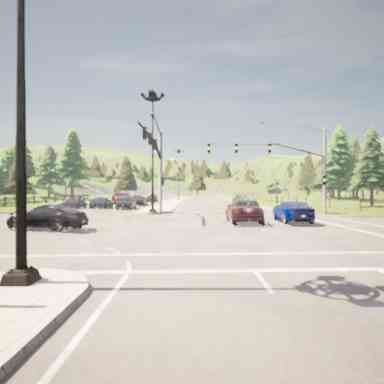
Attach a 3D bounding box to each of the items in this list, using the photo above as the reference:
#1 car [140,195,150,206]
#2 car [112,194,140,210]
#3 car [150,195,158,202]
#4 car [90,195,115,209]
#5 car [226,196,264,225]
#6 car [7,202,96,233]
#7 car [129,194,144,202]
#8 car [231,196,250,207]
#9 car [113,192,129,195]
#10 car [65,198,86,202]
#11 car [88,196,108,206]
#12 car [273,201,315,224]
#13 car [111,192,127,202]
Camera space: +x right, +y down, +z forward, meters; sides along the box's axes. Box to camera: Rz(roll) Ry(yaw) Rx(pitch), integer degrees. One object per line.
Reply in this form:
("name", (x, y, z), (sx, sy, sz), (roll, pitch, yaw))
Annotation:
("car", (-7.998, 1.313, 50.136), (1.882, 1.535, 5.008), (0, 0, 0))
("car", (-8.015, 1.370, 40.826), (1.837, 1.490, 4.892), (0, 0, 0))
("car", (-7.892, 1.284, 66.740), (1.837, 1.490, 4.892), (0, 1, 0))
("car", (-11.496, 1.425, 42.323), (1.994, 1.385, 4.181), (0, 0, 1))
("car", (3.638, 1.275, 23.391), (2.097, 1.767, 4.553), (0, 0, 0))
("car", (-8.218, 1.463, 19.004), (4.674, 1.442, 1.812), (0, 0, 16))
("car", (-11.382, 1.286, 68.594), (2.128, 1.511, 4.902), (0, 0, 0))
("car", (7.182, 1.329, 49.331), (2.128, 1.511, 4.902), (0, 0, 0))
("car", (-11.474, 1.038, 54.588), (2.150, 2.045, 5.566), (0, 1, 0))
("car", (-15.006, 1.425, 42.449), (1.994, 1.385, 4.181), (0, 0, 0))
("car", (-14.978, 1.387, 53.328), (1.994, 1.385, 4.181), (0, 0, 0))
("car", (7.140, 1.399, 23.765), (1.882, 1.535, 5.008), (0, 0, 0))
("car", (-14.884, 1.001, 68.343), (2.150, 2.045, 5.566), (0, 0, 0))
